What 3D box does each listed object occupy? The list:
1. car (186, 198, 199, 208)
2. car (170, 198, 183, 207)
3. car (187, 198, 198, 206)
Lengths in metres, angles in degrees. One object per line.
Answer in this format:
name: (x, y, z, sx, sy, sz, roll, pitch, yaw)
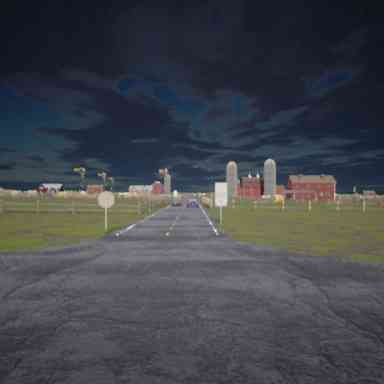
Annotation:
car: (0.108, 1.761, 53.243, 1.812, 1.442, 4.674, 0, 0, 0)
car: (-2.634, 1.764, 58.284, 1.837, 1.490, 4.892, 0, 0, 0)
car: (0.127, 1.882, 63.310, 1.895, 1.301, 4.718, 0, 0, 0)
